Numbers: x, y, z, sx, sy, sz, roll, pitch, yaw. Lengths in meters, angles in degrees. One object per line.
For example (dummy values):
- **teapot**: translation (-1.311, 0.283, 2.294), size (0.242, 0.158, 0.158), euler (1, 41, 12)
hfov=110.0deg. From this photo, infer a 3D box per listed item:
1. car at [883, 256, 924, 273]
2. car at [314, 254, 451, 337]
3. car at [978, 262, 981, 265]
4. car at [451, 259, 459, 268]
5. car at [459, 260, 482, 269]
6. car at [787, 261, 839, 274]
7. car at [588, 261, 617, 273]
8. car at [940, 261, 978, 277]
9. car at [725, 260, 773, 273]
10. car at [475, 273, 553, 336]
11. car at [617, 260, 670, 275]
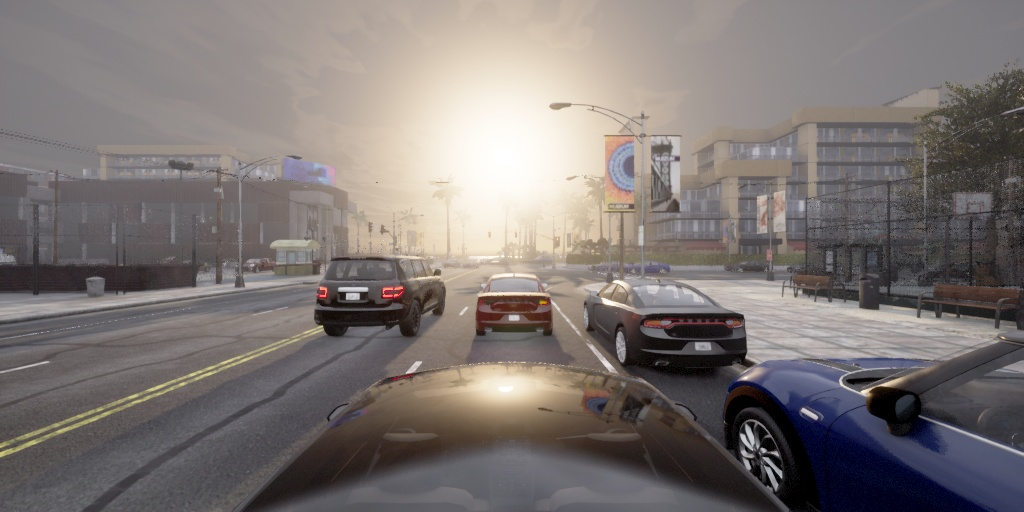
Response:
- **car**: translation (45.090, 1.025, 42.270), size (5.566, 2.045, 2.150), euler (0, 0, -1)
- **car**: translation (-3.437, 0.971, 10.475), size (2.150, 2.045, 5.566), euler (0, 0, 0)
- **car**: translation (45.183, 1.102, 31.771), size (4.553, 1.767, 2.097), euler (0, 0, -1)
- **car**: translation (-9.841, 1.254, 59.270), size (1.837, 1.490, 4.892), euler (0, 0, 9)
- **car**: translation (-6.570, 1.314, 56.899), size (1.994, 1.385, 4.181), euler (0, 0, 6)
- **car**: translation (32.467, 1.255, 38.744), size (4.892, 1.490, 1.837), euler (0, 0, 0)
- **car**: translation (11.357, 1.275, 42.478), size (4.674, 1.442, 1.812), euler (0, 0, 7)
- **car**: translation (45.182, 1.255, 35.271), size (4.892, 1.490, 1.837), euler (0, 0, -1)
- **car**: translation (27.857, 1.227, 42.212), size (5.008, 1.535, 1.882), euler (0, 0, 0)
- **car**: translation (0.064, 1.228, 10.461), size (1.882, 1.535, 5.008), euler (0, 0, 0)
- **car**: translation (14.390, 1.228, 38.651), size (5.008, 1.535, 1.882), euler (0, 0, 0)
